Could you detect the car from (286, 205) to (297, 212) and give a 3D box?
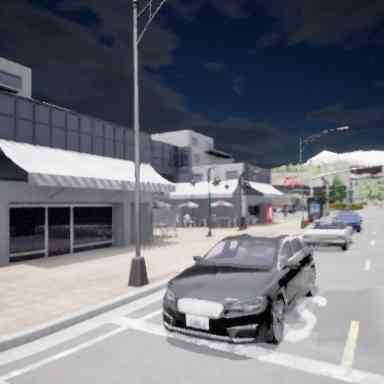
[{"bbox_3d":[27.074,4.568,90.404,1.905,1.878,3.866,-2,-3,29],"label":"car"}]

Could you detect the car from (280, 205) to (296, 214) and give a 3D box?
[{"bbox_3d":[21.441,4.140,73.051,2.007,1.523,4.514,-2,-3,29],"label":"car"}]

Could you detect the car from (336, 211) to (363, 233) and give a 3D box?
[{"bbox_3d":[12.039,2.238,25.648,1.882,1.535,5.008,-3,-3,30],"label":"car"}]

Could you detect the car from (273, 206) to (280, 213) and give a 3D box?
[{"bbox_3d":[20.336,4.489,85.179,1.932,1.855,4.605,-2,-3,29],"label":"car"}]

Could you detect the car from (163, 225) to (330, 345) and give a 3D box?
[{"bbox_3d":[1.283,1.635,6.837,2.128,1.511,4.902,-3,-3,30],"label":"car"}]

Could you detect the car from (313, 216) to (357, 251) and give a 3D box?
[{"bbox_3d":[6.899,2.068,16.665,1.895,1.301,4.718,-3,-3,30],"label":"car"}]
